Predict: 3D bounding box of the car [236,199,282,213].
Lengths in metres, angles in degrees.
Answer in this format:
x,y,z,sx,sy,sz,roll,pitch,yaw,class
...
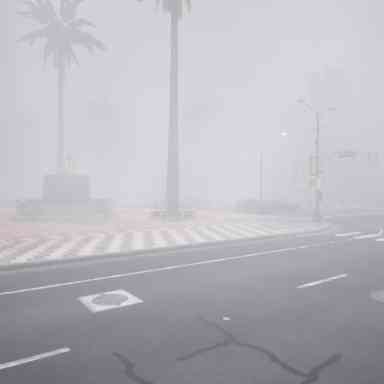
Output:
x,y,z,sx,sy,sz,roll,pitch,yaw,class
7.033,1.505,36.527,1.837,1.490,4.892,0,0,-39,car

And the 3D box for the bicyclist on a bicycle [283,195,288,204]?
x,y,z,sx,sy,sz,roll,pitch,yaw,class
15.278,1.301,54.491,0.582,1.620,1.656,0,0,42,bicyclist on a bicycle

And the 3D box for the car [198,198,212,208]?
x,y,z,sx,sy,sz,roll,pitch,yaw,class
0.449,1.500,47.218,4.892,1.490,1.837,2,1,30,car

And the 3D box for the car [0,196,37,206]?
x,y,z,sx,sy,sz,roll,pitch,yaw,class
-28.646,1.505,54.335,4.892,1.490,1.837,0,0,-14,car

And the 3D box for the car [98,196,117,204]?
x,y,z,sx,sy,sz,roll,pitch,yaw,class
-15.835,1.492,59.127,4.902,1.511,2.128,0,0,2,car

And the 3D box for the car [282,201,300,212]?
x,y,z,sx,sy,sz,roll,pitch,yaw,class
9.974,1.601,38.462,1.895,1.301,4.718,0,0,-39,car

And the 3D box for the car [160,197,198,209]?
x,y,z,sx,sy,sz,roll,pitch,yaw,class
-2.059,1.526,44.678,4.674,1.442,1.812,0,0,29,car

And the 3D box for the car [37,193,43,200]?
x,y,z,sx,sy,sz,roll,pitch,yaw,class
-26.043,1.221,58.561,5.566,2.045,2.150,0,0,-10,car
